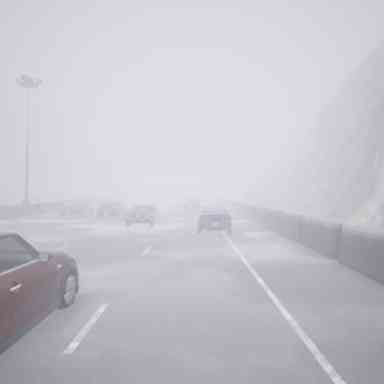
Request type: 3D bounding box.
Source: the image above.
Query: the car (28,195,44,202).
[{"bbox_3d":[-31.499,1.256,66.857,1.994,1.385,4.181,0,0,0],"label":"car"}]

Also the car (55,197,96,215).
[{"bbox_3d":[-10.399,1.497,30.145,1.812,1.442,4.674,0,0,0],"label":"car"}]

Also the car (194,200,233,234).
[{"bbox_3d":[1.225,1.496,19.576,1.882,1.535,5.008,0,0,0],"label":"car"}]

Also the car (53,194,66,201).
[{"bbox_3d":[-27.999,1.190,70.905,2.128,1.511,4.902,0,0,0],"label":"car"}]

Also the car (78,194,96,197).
[{"bbox_3d":[-20.999,1.155,67.689,1.882,1.535,5.008,0,0,0],"label":"car"}]

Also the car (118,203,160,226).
[{"bbox_3d":[-3.399,1.555,23.302,2.033,1.411,5.357,0,0,0],"label":"car"}]

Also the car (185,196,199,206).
[{"bbox_3d":[0.001,1.372,51.230,2.033,1.411,5.357,0,0,0],"label":"car"}]

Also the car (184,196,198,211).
[{"bbox_3d":[0.029,1.468,40.035,1.994,1.385,4.181,0,0,1],"label":"car"}]

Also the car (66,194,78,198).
[{"bbox_3d":[-24.499,1.165,70.905,1.837,1.490,4.892,0,0,0],"label":"car"}]

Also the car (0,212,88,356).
[{"bbox_3d":[-3.400,1.370,5.087,2.097,1.767,4.553,0,0,0],"label":"car"}]

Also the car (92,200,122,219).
[{"bbox_3d":[-6.900,1.483,29.026,1.837,1.490,4.892,0,0,0],"label":"car"}]
